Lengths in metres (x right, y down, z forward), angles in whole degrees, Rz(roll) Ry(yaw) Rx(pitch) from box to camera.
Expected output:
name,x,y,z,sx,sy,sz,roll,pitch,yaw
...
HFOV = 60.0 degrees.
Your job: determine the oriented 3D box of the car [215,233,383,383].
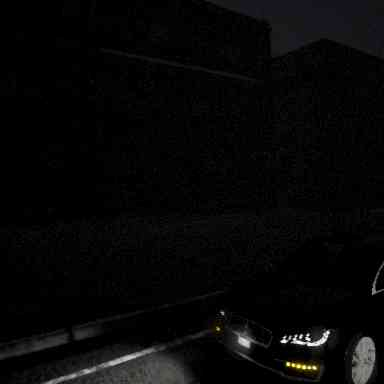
name,x,y,z,sx,sy,sz,roll,pitch,yaw
car,2.562,1.484,5.278,4.892,1.490,1.837,0,0,-36
